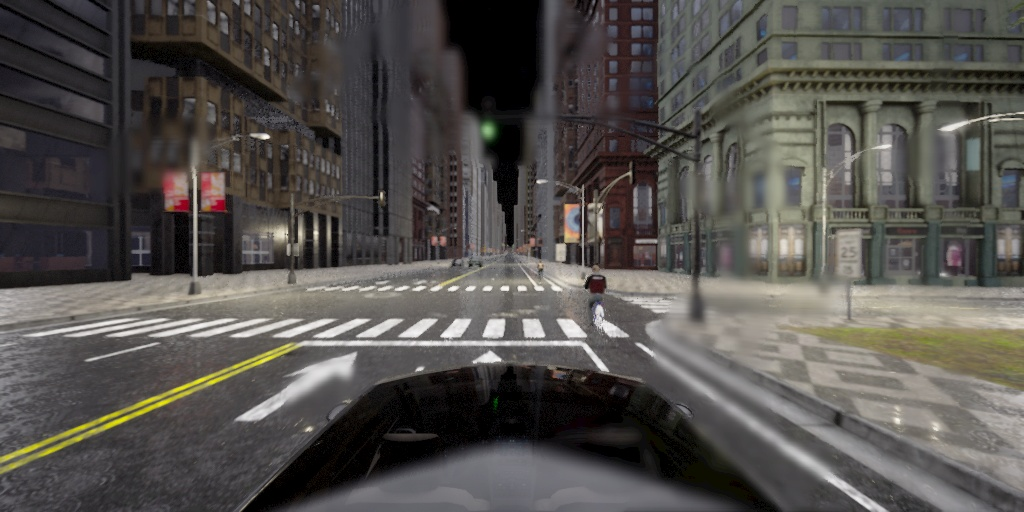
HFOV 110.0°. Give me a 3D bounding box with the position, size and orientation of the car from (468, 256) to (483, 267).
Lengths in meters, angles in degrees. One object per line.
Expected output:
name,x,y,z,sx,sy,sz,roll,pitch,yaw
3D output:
car,-6.496,0.953,64.392,2.150,2.045,5.566,0,0,0

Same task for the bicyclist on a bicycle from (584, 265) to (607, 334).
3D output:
bicyclist on a bicycle,2.250,1.127,9.806,0.659,1.776,1.843,0,0,0

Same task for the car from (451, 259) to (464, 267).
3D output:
car,-9.746,1.262,64.423,1.837,1.490,4.892,0,0,0

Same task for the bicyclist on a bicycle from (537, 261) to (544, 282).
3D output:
bicyclist on a bicycle,2.253,1.217,28.022,0.582,1.620,1.656,0,0,0
